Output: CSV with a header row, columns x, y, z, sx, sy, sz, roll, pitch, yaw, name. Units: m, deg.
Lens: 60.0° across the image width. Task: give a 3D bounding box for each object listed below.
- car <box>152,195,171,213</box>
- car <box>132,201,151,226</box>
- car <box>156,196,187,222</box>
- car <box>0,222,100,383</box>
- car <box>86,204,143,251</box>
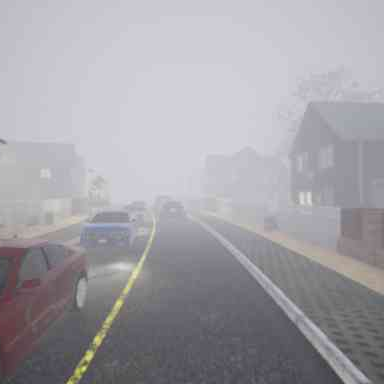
x,y,z,sx,sy,sz,roll,pitch,yaw,name
-3.356,1.354,38.440,2.150,2.045,5.566,0,0,-10,car
-4.208,1.601,24.273,2.033,1.411,5.357,0,0,-6,car
-1.653,1.425,27.035,2.097,1.767,4.553,0,0,-7,car
-2.988,1.485,4.851,1.882,1.535,5.008,0,0,-1,car
-3.405,1.502,14.481,1.882,1.535,5.008,0,0,-4,car
